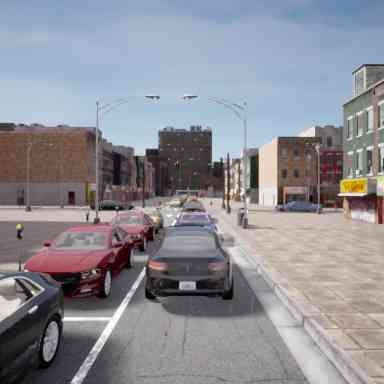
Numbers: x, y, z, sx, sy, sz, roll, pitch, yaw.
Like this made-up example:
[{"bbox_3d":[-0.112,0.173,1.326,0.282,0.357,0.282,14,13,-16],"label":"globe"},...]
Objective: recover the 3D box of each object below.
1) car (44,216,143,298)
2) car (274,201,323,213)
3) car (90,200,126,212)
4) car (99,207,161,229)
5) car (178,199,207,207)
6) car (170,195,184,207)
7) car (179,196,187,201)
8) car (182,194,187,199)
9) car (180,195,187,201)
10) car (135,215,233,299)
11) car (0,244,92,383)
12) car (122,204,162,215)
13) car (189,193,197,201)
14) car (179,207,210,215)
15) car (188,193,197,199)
[{"bbox_3d":[-2.612,1.548,8.529,1.887,1.381,4.507,0,0,0],"label":"car"},{"bbox_3d":[12.678,1.758,39.657,5.357,1.411,2.033,1,0,0],"label":"car"},{"bbox_3d":[-8.724,1.586,36.952,4.718,1.301,1.895,0,0,-4],"label":"car"},{"bbox_3d":[-2.598,1.553,14.023,1.887,1.381,4.507,0,0,0],"label":"car"},{"bbox_3d":[0.177,1.530,26.057,1.837,1.490,4.892,0,0,2],"label":"car"},{"bbox_3d":[-2.504,1.607,51.305,1.752,1.417,4.829,0,0,0],"label":"car"},{"bbox_3d":[-2.407,1.760,89.582,1.887,1.381,4.507,0,0,0],"label":"car"},{"bbox_3d":[-2.489,1.413,56.918,2.192,1.841,5.009,0,0,0],"label":"car"},{"bbox_3d":[-2.393,1.675,95.027,1.967,1.590,4.097,0,0,0],"label":"car"},{"bbox_3d":[-0.034,1.530,8.320,1.812,1.442,4.674,0,0,1],"label":"car"},{"bbox_3d":[-2.626,1.552,3.035,2.008,1.369,4.403,0,0,0],"label":"car"},{"bbox_3d":[-2.585,1.540,19.347,1.752,1.417,4.829,0,0,0],"label":"car"},{"bbox_3d":[0.234,1.282,92.001,2.150,2.045,5.566,0,0,0],"label":"car"},{"bbox_3d":[0.134,1.611,15.756,1.895,1.301,4.718,0,0,0],"label":"car"},{"bbox_3d":[0.208,1.533,81.937,2.097,1.767,4.553,0,0,0],"label":"car"}]
